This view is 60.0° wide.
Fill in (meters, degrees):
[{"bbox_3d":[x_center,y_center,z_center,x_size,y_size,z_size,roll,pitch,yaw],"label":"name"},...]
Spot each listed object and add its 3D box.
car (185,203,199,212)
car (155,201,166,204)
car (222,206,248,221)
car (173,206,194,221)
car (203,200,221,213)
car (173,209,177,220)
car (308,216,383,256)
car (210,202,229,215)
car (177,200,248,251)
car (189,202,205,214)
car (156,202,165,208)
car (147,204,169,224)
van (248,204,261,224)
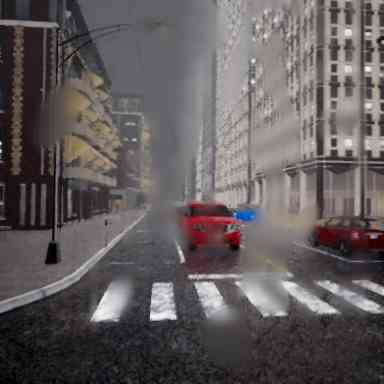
[{"bbox_3d":[-0.100,2.848,62.140,2.033,1.411,5.357,1,-1,-7],"label":"car"},{"bbox_3d":[-6.129,2.604,64.407,2.192,1.841,5.009,1,-1,-5],"label":"car"},{"bbox_3d":[4.709,2.342,37.013,2.008,1.369,4.403,1,-1,-5],"label":"car"},{"bbox_3d":[-1.023,2.279,36.262,1.994,1.385,4.181,1,-1,-5],"label":"car"},{"bbox_3d":[3.367,2.447,56.913,2.150,2.045,5.566,1,-1,-5],"label":"car"},{"bbox_3d":[-0.143,2.050,26.173,2.033,1.411,5.357,1,-1,-5],"label":"car"},{"bbox_3d":[6.705,1.759,14.514,1.967,1.590,4.097,1,-1,-5],"label":"car"},{"bbox_3d":[3.995,2.421,49.881,2.097,1.767,4.553,1,-1,-5],"label":"car"},{"bbox_3d":[0.736,1.510,15.956,2.150,2.045,5.566,1,-1,-7],"label":"car"},{"bbox_3d":[0.712,2.450,52.742,2.097,1.767,4.553,1,-1,-5],"label":"car"},{"bbox_3d":[-7.626,3.204,81.277,2.008,1.369,4.403,1,-1,-5],"label":"car"},{"bbox_3d":[-3.140,2.120,30.651,2.008,1.369,4.403,1,-1,-5],"label":"car"},{"bbox_3d":[5.210,2.013,31.392,1.690,1.788,3.998,1,-1,-5],"label":"van"}]
